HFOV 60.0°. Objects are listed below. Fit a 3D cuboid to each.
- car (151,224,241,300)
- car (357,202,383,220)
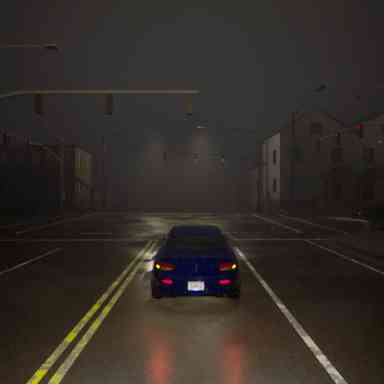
[{"bbox_3d":[0.088,1.526,8.295,1.812,1.442,4.674,0,0,0],"label":"car"},{"bbox_3d":[16.372,1.526,27.892,4.674,1.442,1.812,0,0,-1],"label":"car"}]
